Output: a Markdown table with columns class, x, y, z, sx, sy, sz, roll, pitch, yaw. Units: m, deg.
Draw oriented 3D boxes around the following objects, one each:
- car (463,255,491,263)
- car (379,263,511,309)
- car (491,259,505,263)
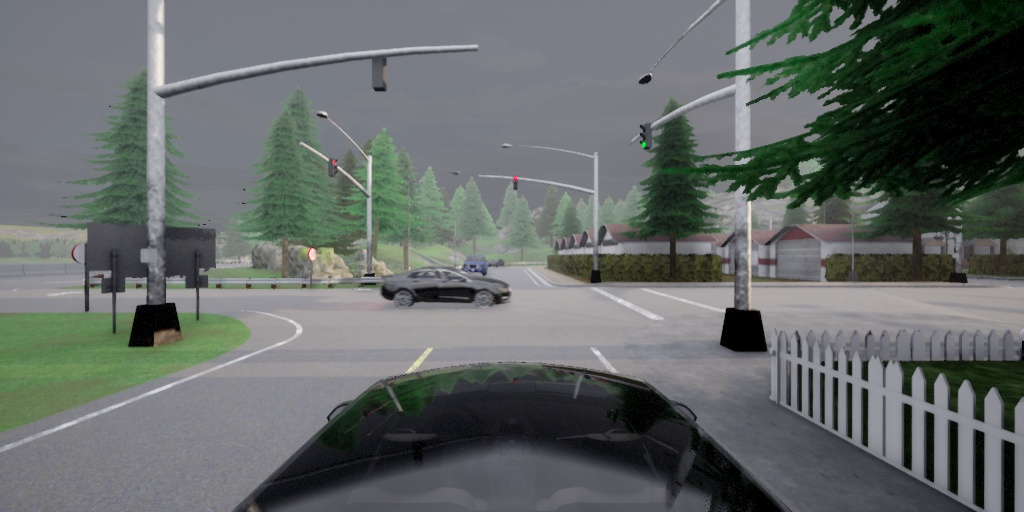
| class | x | y | z | sx | sy | sz | roll | pitch | yaw |
| --- | --- | --- | --- | --- | --- | --- | --- | --- | --- |
| car | -3.611 | 0.943 | 35.851 | 2.150 | 2.045 | 5.566 | 0 | 0 | 0 |
| car | -2.484 | 1.161 | 13.657 | 4.902 | 1.511 | 2.128 | 1 | 1 | 0 |
| car | -2.710 | 1.199 | 58.569 | 1.837 | 1.490 | 4.892 | -2 | -1 | 21 |
